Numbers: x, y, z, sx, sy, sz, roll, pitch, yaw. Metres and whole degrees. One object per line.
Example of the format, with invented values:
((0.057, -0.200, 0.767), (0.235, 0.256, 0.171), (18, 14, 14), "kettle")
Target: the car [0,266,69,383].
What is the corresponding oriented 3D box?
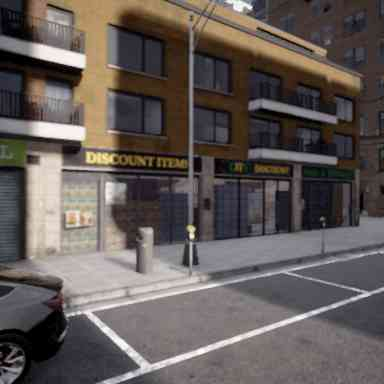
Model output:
((-3.609, 1.560, 3.614), (4.313, 1.339, 1.947), (0, 0, -35), "car")
